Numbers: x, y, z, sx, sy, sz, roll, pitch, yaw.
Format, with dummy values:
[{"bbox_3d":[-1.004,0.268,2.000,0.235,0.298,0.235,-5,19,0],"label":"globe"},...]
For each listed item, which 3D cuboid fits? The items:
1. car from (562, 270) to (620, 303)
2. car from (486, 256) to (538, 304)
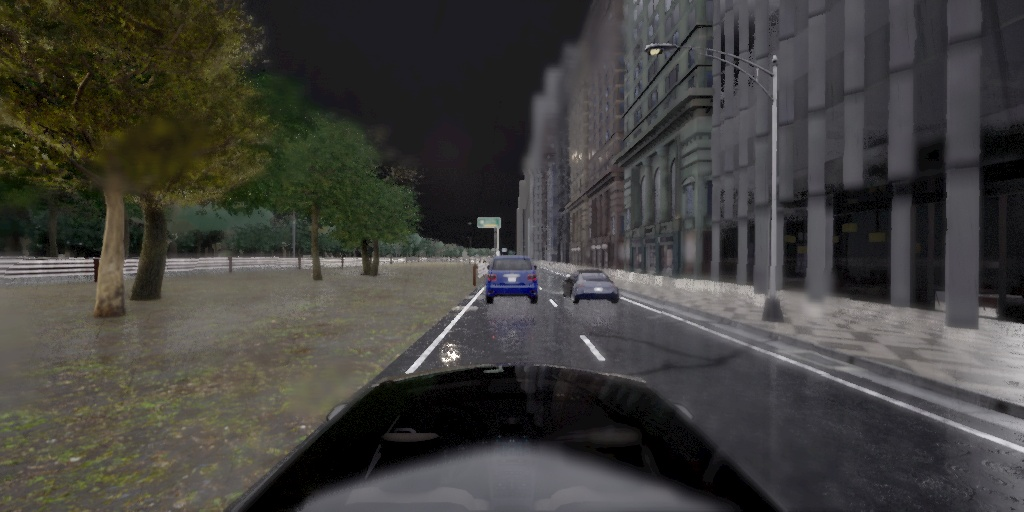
[{"bbox_3d":[3.500,1.319,16.500,1.994,1.385,4.181,0,0,0],"label":"car"},{"bbox_3d":[0.001,1.004,16.530,2.150,2.045,5.566,0,0,0],"label":"car"}]
